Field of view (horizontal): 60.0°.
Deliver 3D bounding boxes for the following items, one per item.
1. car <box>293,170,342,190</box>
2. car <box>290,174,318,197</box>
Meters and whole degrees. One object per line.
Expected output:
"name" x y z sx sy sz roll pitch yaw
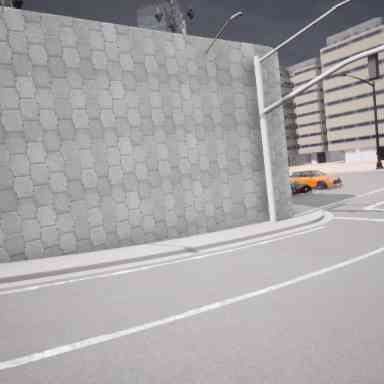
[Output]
"car" 10.646 -1.140 29.119 2.097 1.767 4.553 -10 6 -35
"car" 7.665 -0.413 27.389 1.994 1.385 4.181 -10 6 -35
